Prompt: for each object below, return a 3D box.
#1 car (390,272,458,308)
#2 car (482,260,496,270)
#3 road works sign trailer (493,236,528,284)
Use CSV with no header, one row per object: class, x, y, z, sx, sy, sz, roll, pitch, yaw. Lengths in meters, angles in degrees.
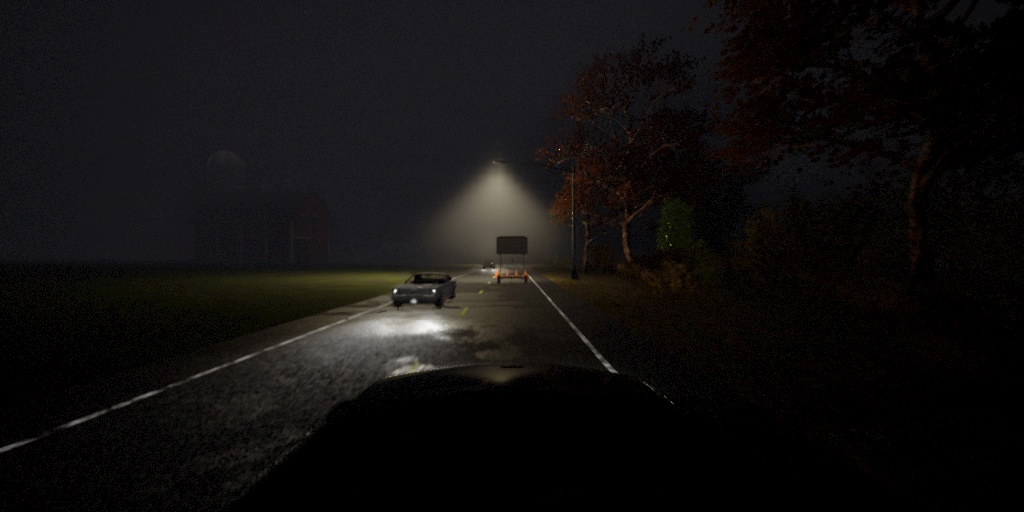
car,-3.600,1.376,15.413,1.895,1.301,4.718,0,0,0
car,-3.562,1.341,56.064,1.837,1.490,4.892,0,0,0
road works sign trailer,0.012,0.259,27.403,2.380,3.560,2.880,0,0,0
